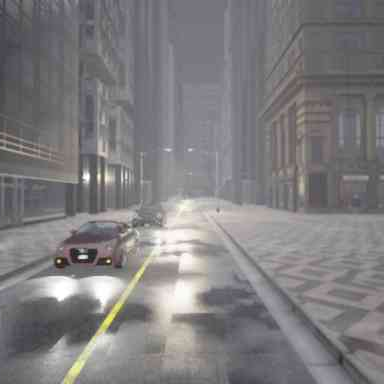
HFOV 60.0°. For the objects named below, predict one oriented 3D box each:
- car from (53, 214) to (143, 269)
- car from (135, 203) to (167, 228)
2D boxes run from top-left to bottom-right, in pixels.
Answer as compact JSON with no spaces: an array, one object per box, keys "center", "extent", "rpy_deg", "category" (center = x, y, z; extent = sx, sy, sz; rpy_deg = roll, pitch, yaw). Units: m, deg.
[{"center":[-3.094,1.678,11.453],"extent":[1.994,1.385,4.181],"rpy_deg":[0,-1,0],"category":"car"},{"center":[-3.012,1.652,24.429],"extent":[2.097,1.767,4.553],"rpy_deg":[0,-1,0],"category":"car"}]
